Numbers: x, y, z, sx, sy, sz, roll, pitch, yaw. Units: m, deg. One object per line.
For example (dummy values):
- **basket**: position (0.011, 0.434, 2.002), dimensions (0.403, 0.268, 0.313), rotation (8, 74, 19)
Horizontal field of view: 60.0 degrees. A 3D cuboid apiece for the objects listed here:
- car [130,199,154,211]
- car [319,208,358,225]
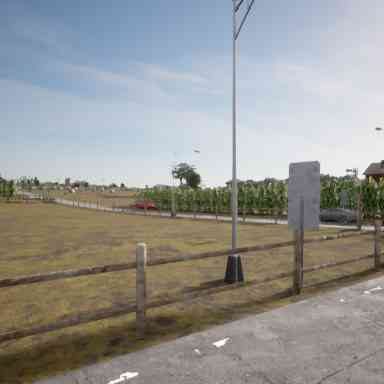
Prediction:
- **car**: position (-8.699, 2.257, 57.476), dimensions (2.150, 2.045, 5.566), rotation (3, -2, -35)
- **car**: position (12.101, 2.011, 28.331), dimensions (1.994, 1.385, 4.181), rotation (3, -3, -36)
